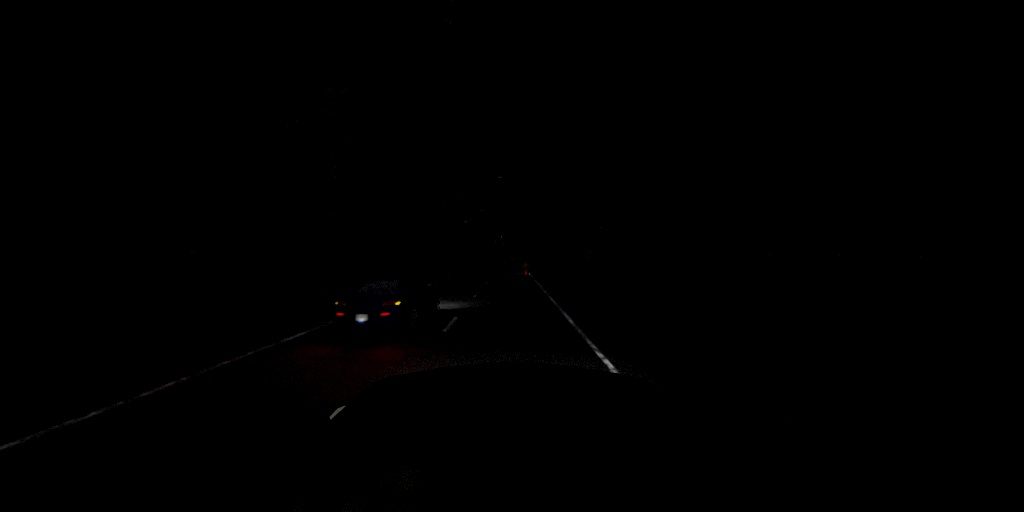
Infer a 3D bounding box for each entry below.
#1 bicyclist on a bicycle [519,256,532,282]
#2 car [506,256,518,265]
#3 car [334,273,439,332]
[{"bbox_3d":[0.951,1.020,24.803,0.866,1.612,1.509,0,0,0],"label":"bicyclist on a bicycle"},{"bbox_3d":[0.016,0.778,64.228,1.882,1.535,5.008,0,0,1],"label":"car"},{"bbox_3d":[-3.416,1.212,10.440,1.812,1.442,4.674,0,0,0],"label":"car"}]
